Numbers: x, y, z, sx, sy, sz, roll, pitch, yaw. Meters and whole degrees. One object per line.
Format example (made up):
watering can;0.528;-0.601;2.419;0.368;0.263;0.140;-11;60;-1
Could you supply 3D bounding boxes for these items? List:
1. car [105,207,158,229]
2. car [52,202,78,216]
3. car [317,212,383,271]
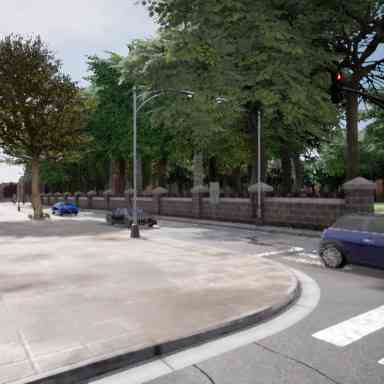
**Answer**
car;-4.471;1.750;23.685;2.033;1.411;5.357;0;0;-36
car;-14.403;1.871;37.632;1.882;1.535;5.008;0;-1;-35
car;5.916;1.384;9.157;2.097;1.767;4.553;0;-1;-36
